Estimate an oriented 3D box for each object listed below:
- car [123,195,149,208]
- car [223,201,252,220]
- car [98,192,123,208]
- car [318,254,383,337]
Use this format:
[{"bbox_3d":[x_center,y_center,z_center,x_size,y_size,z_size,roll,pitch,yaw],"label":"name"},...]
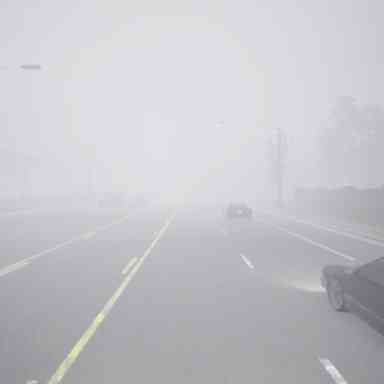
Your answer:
[{"bbox_3d":[-6.853,1.142,42.524,2.097,1.767,4.553,0,0,3],"label":"car"},{"bbox_3d":[3.591,1.443,26.750,1.994,1.385,4.181,0,0,0],"label":"car"},{"bbox_3d":[-10.381,1.010,43.238,2.150,2.045,5.566,0,0,3],"label":"car"},{"bbox_3d":[3.562,1.539,4.561,2.033,1.411,5.357,0,0,0],"label":"car"}]
